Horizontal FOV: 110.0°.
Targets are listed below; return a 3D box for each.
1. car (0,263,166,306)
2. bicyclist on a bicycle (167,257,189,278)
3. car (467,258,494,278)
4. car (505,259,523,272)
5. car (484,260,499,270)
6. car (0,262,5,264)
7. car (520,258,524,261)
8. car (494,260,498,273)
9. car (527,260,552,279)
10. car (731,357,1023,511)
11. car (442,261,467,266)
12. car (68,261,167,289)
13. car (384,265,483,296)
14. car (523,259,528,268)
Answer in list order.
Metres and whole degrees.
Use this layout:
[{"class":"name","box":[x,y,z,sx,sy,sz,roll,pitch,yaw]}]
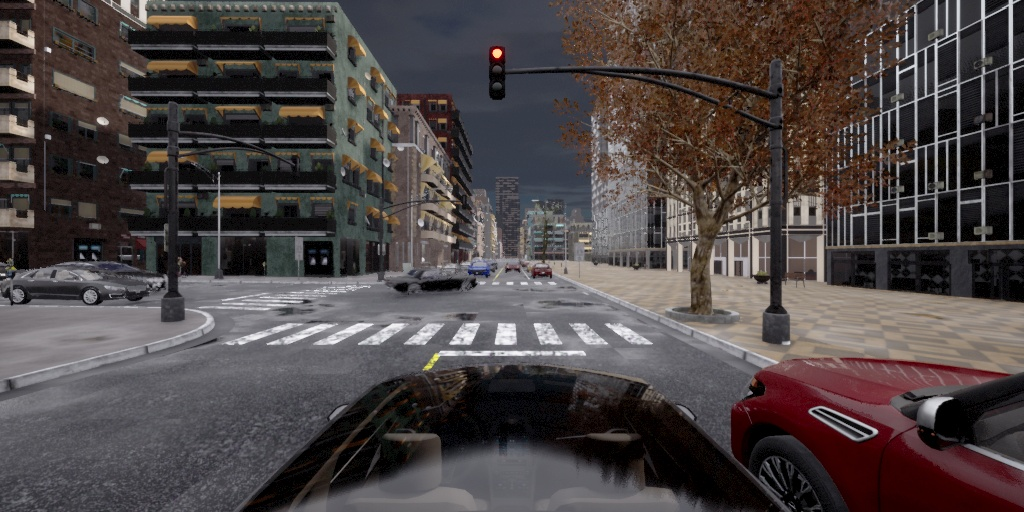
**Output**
[{"class":"car","box":[-16.436,1.091,13.626,4.403,1.370,2.007,0,0,-1]},{"class":"bicyclist on a bicycle","box":[-23.172,0.761,24.886,0.582,1.620,1.656,1,0,-1]},{"class":"car","box":[-3.097,1.241,34.332,1.882,1.535,5.008,0,0,0]},{"class":"car","box":[0.095,1.376,46.430,1.895,1.301,4.718,0,0,0]},{"class":"car","box":[-3.090,1.333,54.693,2.033,1.411,5.357,0,0,0]},{"class":"car","box":[-33.191,0.869,21.835,4.403,1.370,2.007,0,0,-1]},{"class":"car","box":[2.682,1.375,60.708,1.802,1.307,4.207,0,0,0]},{"class":"car","box":[-3.095,1.337,44.329,1.994,1.385,4.181,0,0,0]},{"class":"car","box":[2.686,1.307,33.045,1.888,1.381,4.507,0,0,0]},{"class":"car","box":[2.692,1.065,0.658,2.192,1.841,5.009,0,0,0]},{"class":"car","box":[-5.694,1.313,33.044,2.007,1.370,4.403,0,0,0]},{"class":"car","box":[-18.526,1.006,16.195,4.902,1.511,2.128,1,0,-1]},{"class":"car","box":[-4.251,1.357,19.279,4.718,1.301,1.895,0,0,-34]},{"class":"car","box":[2.685,1.298,44.280,1.751,1.417,4.829,0,0,0]}]
